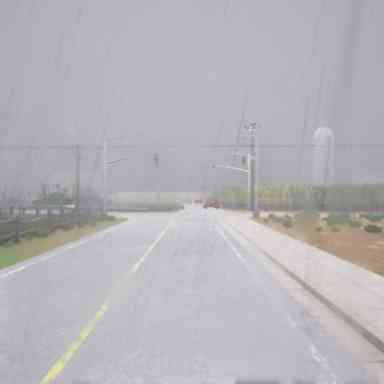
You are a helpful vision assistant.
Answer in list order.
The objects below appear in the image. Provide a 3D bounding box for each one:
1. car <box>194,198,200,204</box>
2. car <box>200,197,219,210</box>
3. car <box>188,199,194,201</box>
[{"bbox_3d":[1.456,2.314,86.401,1.882,1.535,5.008,0,-1,-3],"label":"car"},{"bbox_3d":[3.032,1.756,53.361,2.150,2.045,5.566,0,-1,-3],"label":"car"},{"bbox_3d":[-1.255,2.272,78.159,2.128,1.511,4.902,0,-1,-3],"label":"car"}]
